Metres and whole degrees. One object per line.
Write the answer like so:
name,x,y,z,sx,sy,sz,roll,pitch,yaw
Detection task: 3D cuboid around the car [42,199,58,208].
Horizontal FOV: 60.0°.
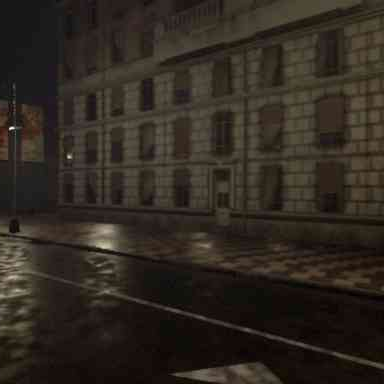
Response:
car,-17.213,1.412,43.900,1.895,1.301,4.718,0,0,36
